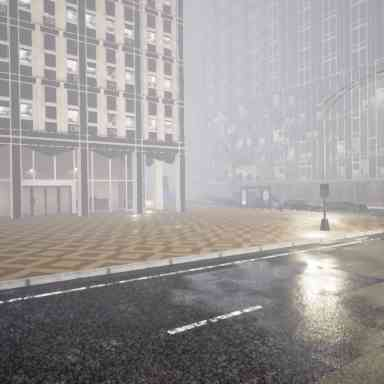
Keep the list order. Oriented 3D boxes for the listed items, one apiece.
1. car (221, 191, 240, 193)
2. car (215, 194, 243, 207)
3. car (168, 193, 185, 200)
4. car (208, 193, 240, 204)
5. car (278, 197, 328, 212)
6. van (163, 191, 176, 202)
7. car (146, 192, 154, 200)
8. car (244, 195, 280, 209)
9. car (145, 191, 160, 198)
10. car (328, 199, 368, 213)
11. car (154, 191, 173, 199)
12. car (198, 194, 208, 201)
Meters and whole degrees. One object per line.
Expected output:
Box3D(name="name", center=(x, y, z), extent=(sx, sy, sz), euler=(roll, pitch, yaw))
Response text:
Box3D(name="car", center=(7.576, 0.834, 53.057), extent=(2.150, 2.045, 5.566), euler=(-1, 1, -34))
Box3D(name="car", center=(5.645, 1.319, 45.572), extent=(1.947, 1.339, 4.313), euler=(0, 1, -34))
Box3D(name="car", center=(-3.495, 0.935, 73.767), extent=(1.802, 1.307, 4.206), euler=(0, 1, -34))
Box3D(name="car", center=(4.992, 1.266, 51.191), extent=(1.895, 1.301, 4.718), euler=(-1, 1, -34))
Box3D(name="car", center=(12.020, 1.423, 36.158), extent=(1.947, 1.339, 4.313), euler=(0, 1, -34))
Box3D(name="van", center=(-3.965, 0.937, 59.651), extent=(1.690, 1.788, 3.998), euler=(0, 1, -34))
Box3D(name="car", center=(-10.402, 1.039, 69.022), extent=(2.008, 1.369, 4.403), euler=(0, 1, -34))
Box3D(name="car", center=(8.816, 1.387, 40.855), extent=(1.802, 1.307, 4.206), euler=(0, 1, -34))
Box3D(name="car", center=(-9.932, 0.685, 83.134), extent=(1.967, 1.590, 4.097), euler=(0, 1, -34))
Box3D(name="car", center=(16.111, 1.408, 34.991), extent=(1.994, 1.385, 4.181), euler=(-1, 1, -35))
Box3D(name="car", center=(-6.714, 0.614, 78.448), extent=(2.192, 1.841, 5.009), euler=(0, 1, -34))
Box3D(name="car", center=(2.942, 1.043, 64.398), extent=(1.802, 1.307, 4.206), euler=(0, 1, -34))
